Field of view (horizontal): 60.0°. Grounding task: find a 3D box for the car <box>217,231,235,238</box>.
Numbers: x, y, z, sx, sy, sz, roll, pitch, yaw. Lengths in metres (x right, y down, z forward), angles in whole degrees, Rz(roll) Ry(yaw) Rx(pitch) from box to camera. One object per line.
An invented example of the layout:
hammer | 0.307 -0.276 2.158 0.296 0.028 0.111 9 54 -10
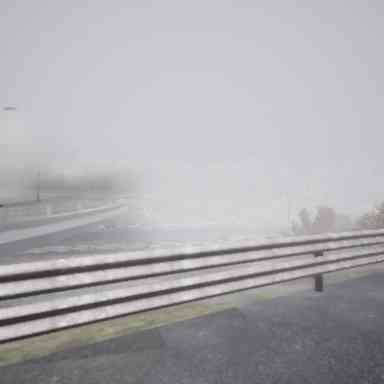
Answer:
car | 7.990 9.581 69.684 4.181 1.385 1.994 0 0 -17

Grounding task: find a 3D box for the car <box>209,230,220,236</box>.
car | 6.967 9.503 73.030 5.008 1.535 1.882 0 0 -17
